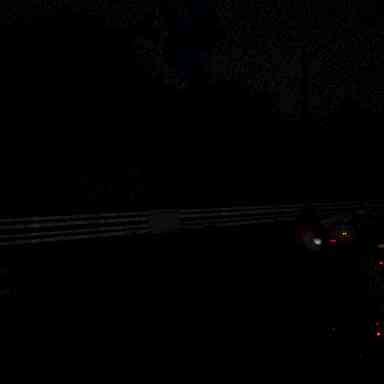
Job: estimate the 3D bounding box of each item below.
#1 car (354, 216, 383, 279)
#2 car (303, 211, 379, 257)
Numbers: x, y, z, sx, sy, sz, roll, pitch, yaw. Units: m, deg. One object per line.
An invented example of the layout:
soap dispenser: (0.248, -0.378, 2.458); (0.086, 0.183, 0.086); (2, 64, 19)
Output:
car: (6.399, 1.392, 8.165); (4.902, 1.511, 2.128); (-1, 0, -35)
car: (5.986, 1.406, 12.124); (4.674, 1.442, 1.812); (-1, 0, -34)
